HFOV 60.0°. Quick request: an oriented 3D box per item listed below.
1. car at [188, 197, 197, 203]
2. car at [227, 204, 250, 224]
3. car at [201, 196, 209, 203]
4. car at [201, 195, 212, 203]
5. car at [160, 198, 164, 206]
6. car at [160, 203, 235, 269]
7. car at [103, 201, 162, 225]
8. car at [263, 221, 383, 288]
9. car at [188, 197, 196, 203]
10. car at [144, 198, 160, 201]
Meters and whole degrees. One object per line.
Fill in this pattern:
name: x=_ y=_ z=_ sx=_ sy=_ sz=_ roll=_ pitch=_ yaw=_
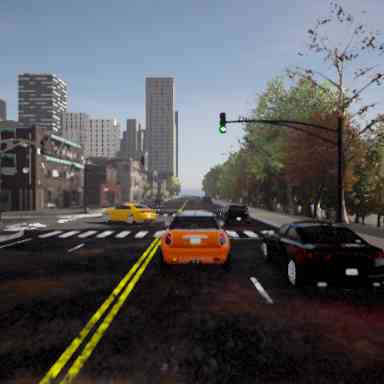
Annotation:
car: x=0.004 y=2.048 z=73.980 sx=1.994 sy=1.385 sz=4.181 roll=0 pitch=0 yaw=0
car: x=3.353 y=1.688 z=26.237 sx=1.837 sy=1.490 sz=4.892 roll=0 pitch=0 yaw=0
car: x=3.255 y=1.879 z=83.984 sx=1.882 sy=1.535 sz=5.008 roll=0 pitch=0 yaw=0
car: x=3.254 y=1.718 z=73.597 sx=2.150 sy=2.045 sz=5.566 roll=0 pitch=0 yaw=0
car: x=-6.502 y=1.949 z=65.703 sx=1.837 sy=1.490 sz=4.892 roll=0 pitch=0 yaw=0
car: x=0.081 y=1.434 z=11.635 sx=2.097 sy=1.767 sz=4.553 roll=0 pitch=0 yaw=0
car: x=-5.026 y=1.661 z=26.274 sx=5.008 sy=1.535 sz=1.882 roll=0 pitch=-1 yaw=40
car: x=3.351 y=1.544 z=9.455 sx=1.882 sy=1.535 sz=5.008 roll=0 pitch=0 yaw=0
car: x=0.005 y=1.941 z=83.984 sx=2.033 sy=1.411 sz=5.357 roll=0 pitch=0 yaw=0
car: x=-6.573 y=1.836 z=50.259 sx=2.128 sy=1.511 sz=4.902 roll=0 pitch=0 yaw=0
